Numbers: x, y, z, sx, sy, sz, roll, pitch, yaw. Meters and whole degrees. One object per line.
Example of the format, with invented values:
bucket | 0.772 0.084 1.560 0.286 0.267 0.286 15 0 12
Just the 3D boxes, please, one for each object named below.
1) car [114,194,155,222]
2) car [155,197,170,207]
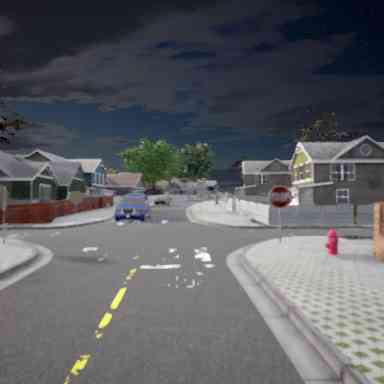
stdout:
car | -4.482 1.228 25.872 2.150 2.045 5.566 0 2 -1
car | -4.486 1.465 49.803 1.895 1.301 4.718 0 0 3
